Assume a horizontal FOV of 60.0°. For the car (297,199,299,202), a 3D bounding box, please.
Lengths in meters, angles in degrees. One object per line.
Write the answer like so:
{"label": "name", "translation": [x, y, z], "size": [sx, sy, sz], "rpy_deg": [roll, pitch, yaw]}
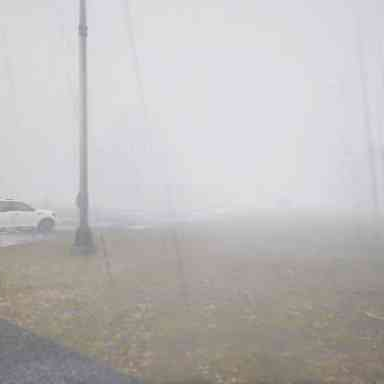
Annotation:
{"label": "car", "translation": [25.171, 1.955, 83.391], "size": [2.033, 1.411, 5.357], "rpy_deg": [0, 0, 34]}

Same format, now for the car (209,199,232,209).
{"label": "car", "translation": [4.523, 1.855, 52.686], "size": [1.882, 1.535, 5.008], "rpy_deg": [0, 1, 34]}

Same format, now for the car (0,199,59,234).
{"label": "car", "translation": [-10.195, 1.395, 18.235], "size": [2.150, 2.045, 5.566], "rpy_deg": [0, -1, 34]}

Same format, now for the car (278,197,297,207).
{"label": "car", "translation": [16.391, 1.837, 58.137], "size": [1.837, 1.490, 4.892], "rpy_deg": [0, 0, 31]}
